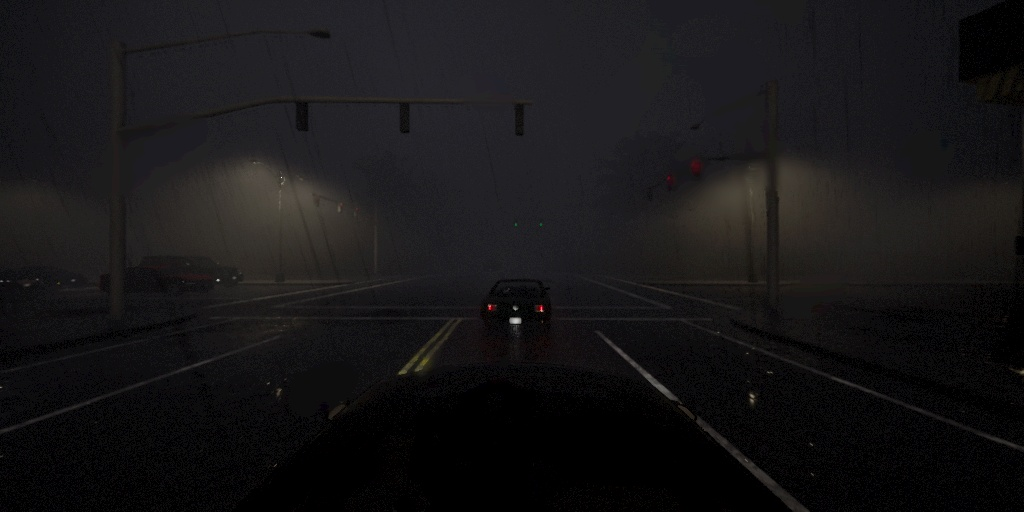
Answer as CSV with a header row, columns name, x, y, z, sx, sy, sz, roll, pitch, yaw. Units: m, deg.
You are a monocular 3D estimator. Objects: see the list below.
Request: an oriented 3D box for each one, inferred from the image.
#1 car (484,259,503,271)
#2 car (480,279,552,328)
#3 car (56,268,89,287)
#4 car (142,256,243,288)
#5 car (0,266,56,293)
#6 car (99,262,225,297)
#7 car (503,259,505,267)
name,x,y,z,sx,sy,sz,roll,pitch,yaw
car,-2.793,1.363,49.652,2.033,1.411,5.357,0,0,1
car,0.275,1.364,11.369,1.895,1.301,4.718,0,0,5
car,-29.341,1.343,22.365,4.181,1.385,1.994,0,0,0
car,-19.922,1.000,22.227,5.566,2.045,2.150,0,0,1
car,-27.860,1.266,18.843,4.902,1.511,2.128,0,0,1
car,-18.357,1.251,18.681,5.008,1.535,1.882,0,0,1
car,-2.682,1.306,59.465,1.882,1.535,5.008,0,0,1
